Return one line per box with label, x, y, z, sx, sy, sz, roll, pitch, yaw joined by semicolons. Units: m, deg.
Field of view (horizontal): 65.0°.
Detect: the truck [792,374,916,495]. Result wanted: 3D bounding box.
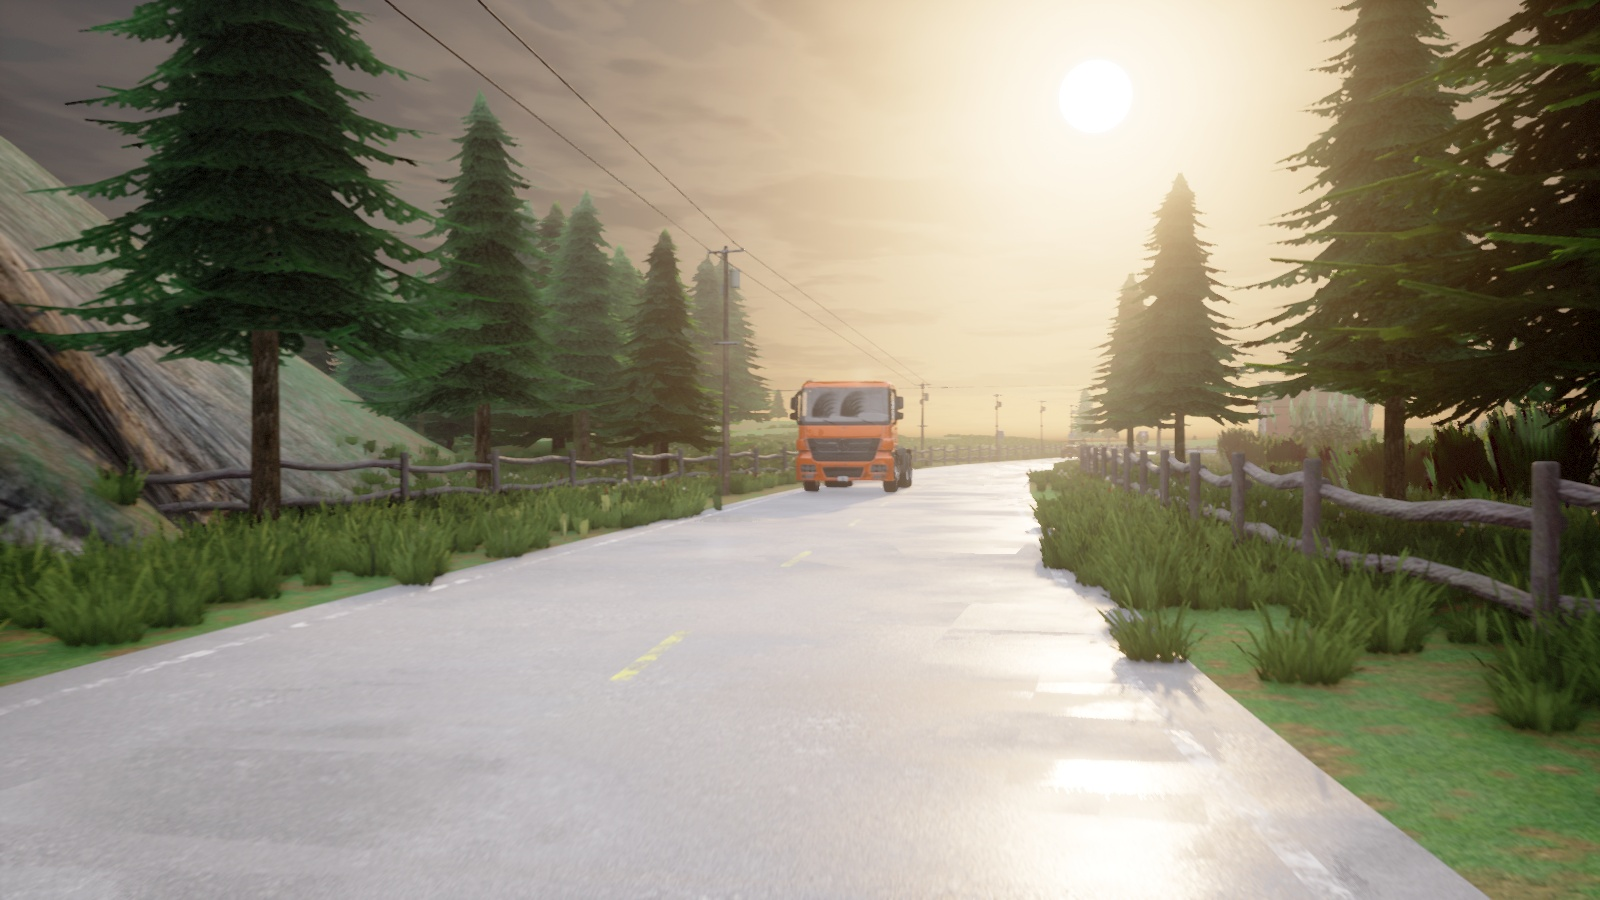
truck;1.900;-0.459;39.986;2.891;3.462;7.936;0;0;10
